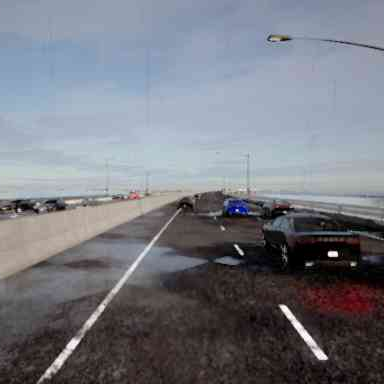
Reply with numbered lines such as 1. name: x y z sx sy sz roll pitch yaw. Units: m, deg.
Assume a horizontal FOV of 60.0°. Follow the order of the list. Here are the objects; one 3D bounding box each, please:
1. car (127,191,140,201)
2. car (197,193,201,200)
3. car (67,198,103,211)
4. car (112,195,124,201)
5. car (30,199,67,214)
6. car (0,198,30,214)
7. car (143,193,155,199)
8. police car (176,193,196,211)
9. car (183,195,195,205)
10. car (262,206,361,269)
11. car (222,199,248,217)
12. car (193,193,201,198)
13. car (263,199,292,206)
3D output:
1. car: -12.983 0.857 74.050 2.150 2.045 5.566 0 0 1
2. car: 0.991 1.050 73.285 2.128 1.511 4.902 0 0 2
3. car: -10.371 1.353 33.525 2.128 1.511 4.902 0 0 1
4. car: -16.481 1.227 74.150 1.895 1.301 4.718 0 0 1
5. car: -13.876 1.388 33.137 1.812 1.442 4.674 0 0 1
6. car: -17.372 1.366 33.343 1.837 1.490 4.892 0 0 1
7. car: -9.482 0.987 74.012 2.097 1.767 4.553 0 0 1
8. police car: -0.763 1.264 38.752 1.930 1.638 5.238 0 0 1
9. car: -0.489 1.269 54.616 1.837 1.490 4.892 0 0 1
10. car: 3.631 1.434 11.023 1.882 1.535 5.008 0 0 0
11. car: 3.780 1.355 29.945 1.882 1.535 5.008 0 0 1
12. car: 1.501 0.921 90.426 2.128 1.511 4.902 0 0 2
13. car: 7.263 1.376 28.369 2.128 1.511 4.902 0 0 1
